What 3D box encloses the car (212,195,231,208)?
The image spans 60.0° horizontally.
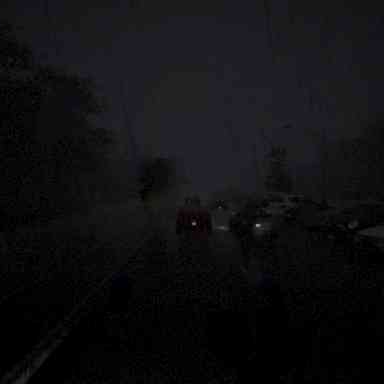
[{"bbox_3d":[3.100,1.396,39.110,1.895,1.301,4.718,0,1,0],"label":"car"}]

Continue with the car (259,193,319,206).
[{"bbox_3d":[8.099,1.198,24.052,5.566,2.045,2.435,1,0,-20],"label":"car"}]

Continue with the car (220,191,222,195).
[{"bbox_3d":[8.066,1.007,60.073,4.674,1.452,2.002,0,1,-20],"label":"car"}]

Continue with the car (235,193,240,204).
[{"bbox_3d":[8.243,1.288,39.127,5.366,1.575,1.946,1,1,-20],"label":"car"}]

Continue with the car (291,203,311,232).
[{"bbox_3d":[8.073,1.521,18.029,4.674,1.452,2.002,1,1,-20],"label":"car"}]

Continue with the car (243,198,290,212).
[{"bbox_3d":[8.075,1.370,36.055,4.674,1.452,2.002,1,1,-20],"label":"car"}]

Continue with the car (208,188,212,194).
[{"bbox_3d":[7.899,0.458,89.836,5.366,1.575,1.946,0,2,-20],"label":"car"}]

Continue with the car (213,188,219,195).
[{"bbox_3d":[8.050,0.532,71.983,5.566,2.045,2.435,0,1,-20],"label":"car"}]

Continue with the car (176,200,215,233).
[{"bbox_3d":[0.100,1.463,19.606,1.882,1.535,5.008,0,0,0],"label":"car"}]

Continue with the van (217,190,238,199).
[{"bbox_3d":[7.966,0.510,74.936,4.442,1.987,1.878,0,1,-20],"label":"van"}]

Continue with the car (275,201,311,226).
[{"bbox_3d":[8.096,1.494,21.054,4.792,1.488,2.163,1,0,-20],"label":"car"}]

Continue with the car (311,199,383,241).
[{"bbox_3d":[8.102,1.359,15.040,4.553,1.767,2.185,1,0,-20],"label":"car"}]

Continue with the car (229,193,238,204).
[{"bbox_3d":[8.045,1.229,45.050,4.792,1.488,2.163,0,1,-20],"label":"car"}]

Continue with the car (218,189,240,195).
[{"bbox_3d":[8.043,0.796,63.043,4.553,1.767,2.185,0,1,-20],"label":"car"}]

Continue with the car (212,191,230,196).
[{"bbox_3d":[8.098,0.425,92.905,4.792,1.488,2.163,0,1,-20],"label":"car"}]

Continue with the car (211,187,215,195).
[{"bbox_3d":[8.101,0.439,77.978,5.566,2.045,2.435,0,1,-20],"label":"car"}]

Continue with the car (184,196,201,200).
[{"bbox_3d":[0.101,1.264,40.185,2.128,1.511,4.902,0,1,0],"label":"car"}]

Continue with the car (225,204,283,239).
[{"bbox_3d":[3.100,1.558,17.432,1.994,1.385,4.181,0,0,0],"label":"car"}]

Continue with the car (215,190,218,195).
[{"bbox_3d":[8.065,0.830,69.019,4.892,1.521,2.231,0,1,-20],"label":"car"}]

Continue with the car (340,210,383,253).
[{"bbox_3d":[8.073,1.529,12.030,4.674,1.452,2.002,1,0,-20],"label":"car"}]

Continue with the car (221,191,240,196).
[{"bbox_3d":[8.045,1.043,57.055,4.792,1.488,2.163,0,1,-20],"label":"car"}]

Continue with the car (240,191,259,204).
[{"bbox_3d":[8.048,1.119,33.032,5.566,2.045,2.435,1,1,-20],"label":"car"}]

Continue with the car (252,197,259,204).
[{"bbox_3d":[7.899,1.422,26.981,5.366,1.575,1.946,1,1,-20],"label":"car"}]
